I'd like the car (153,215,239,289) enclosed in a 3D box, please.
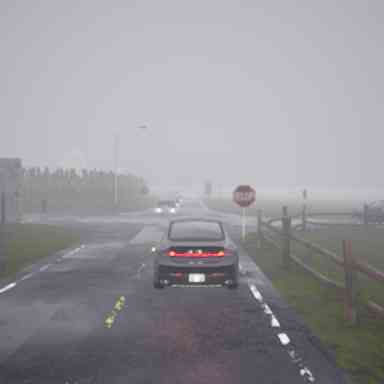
[{"bbox_3d":[0.088,1.382,8.787,1.837,1.490,4.892,0,0,0],"label":"car"}]

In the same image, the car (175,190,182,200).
[{"bbox_3d":[-2.911,0.805,49.458,1.882,1.535,5.008,0,1,0],"label":"car"}]

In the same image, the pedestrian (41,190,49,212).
[{"bbox_3d":[-12.214,0.760,27.542,0.375,1.860,0.375,0,-1,0],"label":"pedestrian"}]

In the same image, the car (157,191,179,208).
[{"bbox_3d":[-2.899,0.950,38.761,1.882,1.535,5.008,0,1,0],"label":"car"}]

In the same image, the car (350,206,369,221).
[{"bbox_3d":[14.280,1.310,24.644,4.553,1.767,2.097,1,0,0],"label":"car"}]

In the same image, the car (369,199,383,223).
[{"bbox_3d":[14.604,1.329,21.716,4.553,1.767,2.097,1,0,-1],"label":"car"}]
